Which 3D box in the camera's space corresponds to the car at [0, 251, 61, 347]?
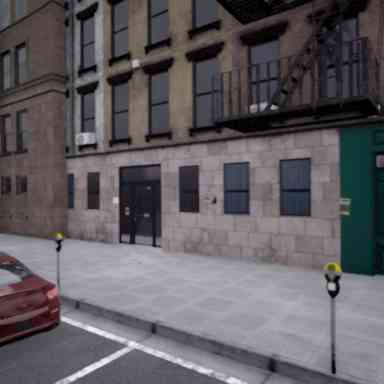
[{"bbox_3d":[-3.900,1.638,5.613,4.206,1.307,1.802,-1,0,36],"label":"car"}]
